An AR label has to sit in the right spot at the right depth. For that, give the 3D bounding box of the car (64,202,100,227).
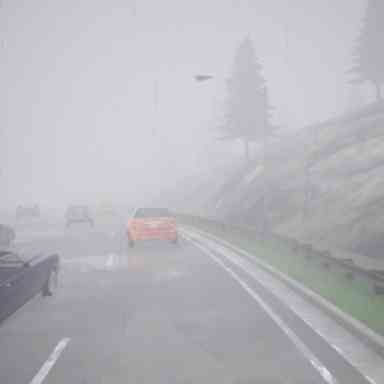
[{"bbox_3d":[-8.163,1.650,24.052,2.033,1.411,5.357,0,0,-21],"label":"car"}]

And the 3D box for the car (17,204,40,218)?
[{"bbox_3d":[-15.375,1.772,31.162,1.895,1.301,4.718,0,0,-28],"label":"car"}]

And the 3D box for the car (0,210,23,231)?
[{"bbox_3d":[-8.352,1.634,12.536,2.033,1.411,5.357,0,0,-12],"label":"car"}]

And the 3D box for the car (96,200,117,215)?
[{"bbox_3d":[-9.175,1.603,34.299,1.882,1.535,5.008,0,0,-27],"label":"car"}]

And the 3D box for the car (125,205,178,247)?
[{"bbox_3d":[-1.987,1.392,15.536,2.097,1.767,4.553,-1,0,-12],"label":"car"}]

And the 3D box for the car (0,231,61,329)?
[{"bbox_3d":[-3.821,1.640,5.673,1.895,1.301,4.718,0,0,-5],"label":"car"}]
